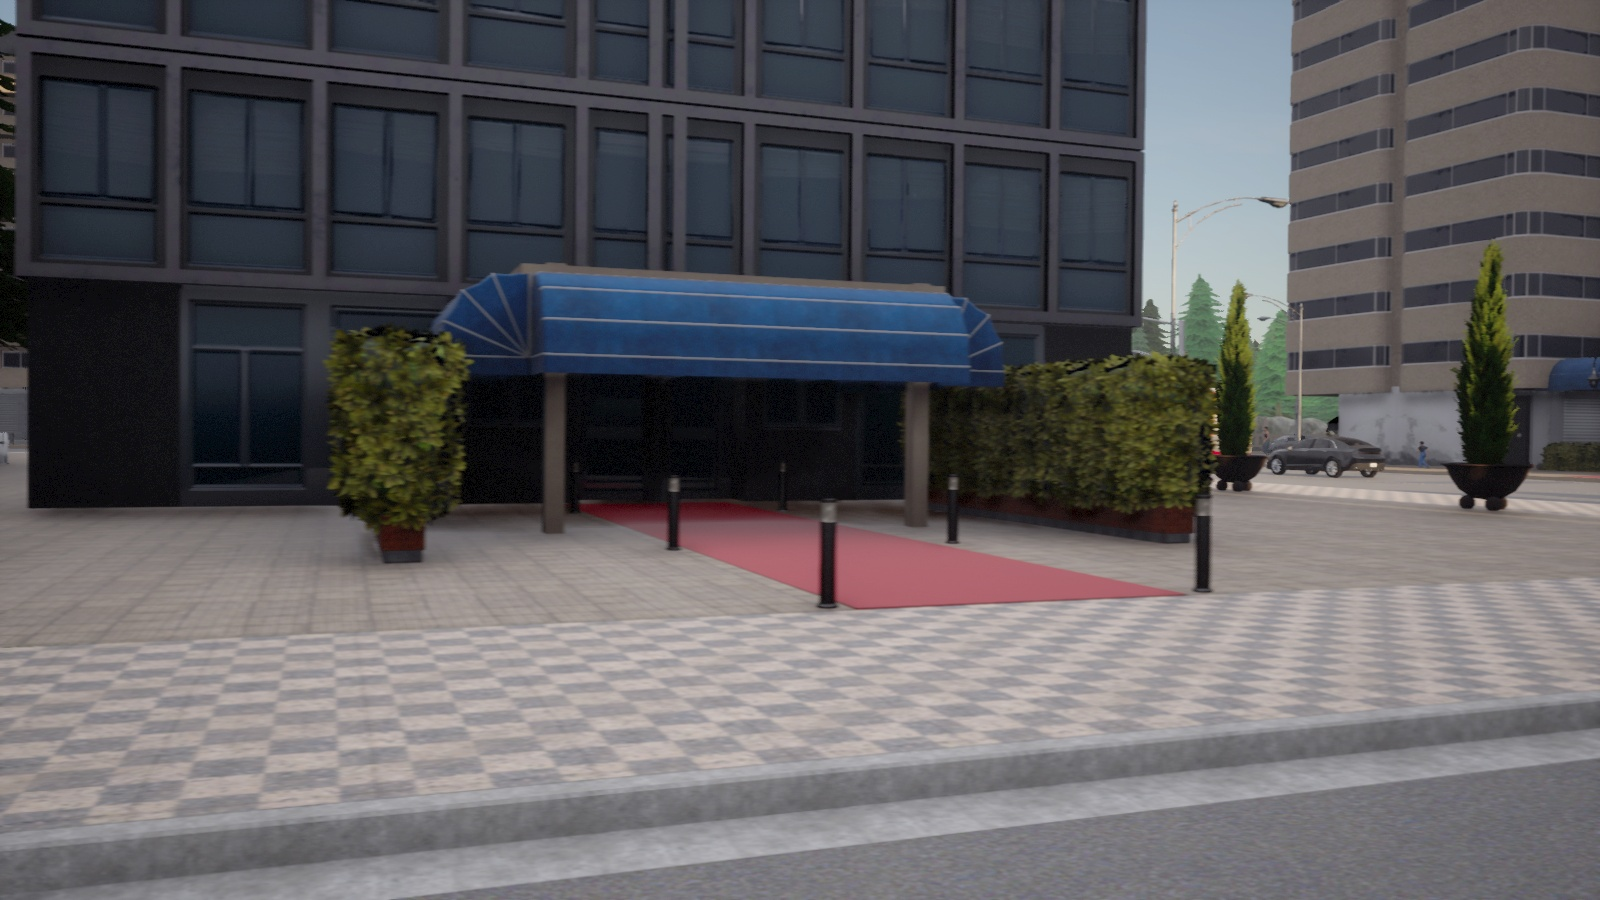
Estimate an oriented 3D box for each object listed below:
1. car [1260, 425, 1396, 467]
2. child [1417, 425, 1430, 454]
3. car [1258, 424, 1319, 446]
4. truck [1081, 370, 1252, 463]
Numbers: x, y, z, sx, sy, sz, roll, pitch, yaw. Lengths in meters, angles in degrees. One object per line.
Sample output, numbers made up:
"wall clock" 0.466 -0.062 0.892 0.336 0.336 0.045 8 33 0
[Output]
"car" 19.728 -0.178 47.174 1.837 1.490 4.892 -1 1 -20
"child" 27.078 -0.443 54.527 0.270 1.263 0.437 -1 1 -26
"car" 34.621 -1.067 89.051 3.633 1.501 1.845 -1 1 -6
"truck" 16.258 -1.463 56.544 2.891 3.827 8.468 -1 1 -20
